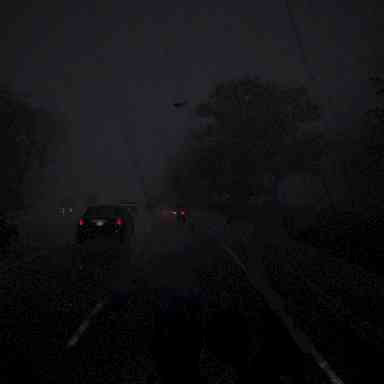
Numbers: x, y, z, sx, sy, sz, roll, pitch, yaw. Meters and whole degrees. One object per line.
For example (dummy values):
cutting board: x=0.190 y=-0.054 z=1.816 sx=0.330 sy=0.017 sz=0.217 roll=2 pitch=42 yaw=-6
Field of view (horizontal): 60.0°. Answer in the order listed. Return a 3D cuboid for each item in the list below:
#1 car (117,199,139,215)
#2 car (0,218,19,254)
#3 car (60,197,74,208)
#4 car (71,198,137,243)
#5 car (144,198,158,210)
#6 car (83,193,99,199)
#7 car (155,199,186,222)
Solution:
car: x=-6.940 y=1.515 z=35.793 sx=2.128 sy=1.511 sz=4.902 roll=0 pitch=0 yaw=-12
car: x=-7.414 y=1.488 z=10.590 sx=1.882 sy=1.535 sz=5.008 roll=0 pitch=0 yaw=-3
car: x=-18.806 y=1.509 z=50.179 sx=2.128 sy=1.511 sz=4.902 roll=0 pitch=0 yaw=-21
car: x=-4.057 y=1.364 z=16.236 sx=2.097 sy=1.767 sz=4.553 roll=0 pitch=0 yaw=-4
car: x=-5.057 y=1.522 z=42.575 sx=2.128 sy=1.511 sz=4.902 roll=0 pitch=0 yaw=-15
car: x=-16.235 y=1.245 z=53.323 sx=2.150 sy=2.045 sz=5.566 roll=0 pitch=0 yaw=-22
car: x=-1.589 y=1.566 z=26.169 sx=2.033 sy=1.411 sz=5.357 roll=0 pitch=0 yaw=-8
